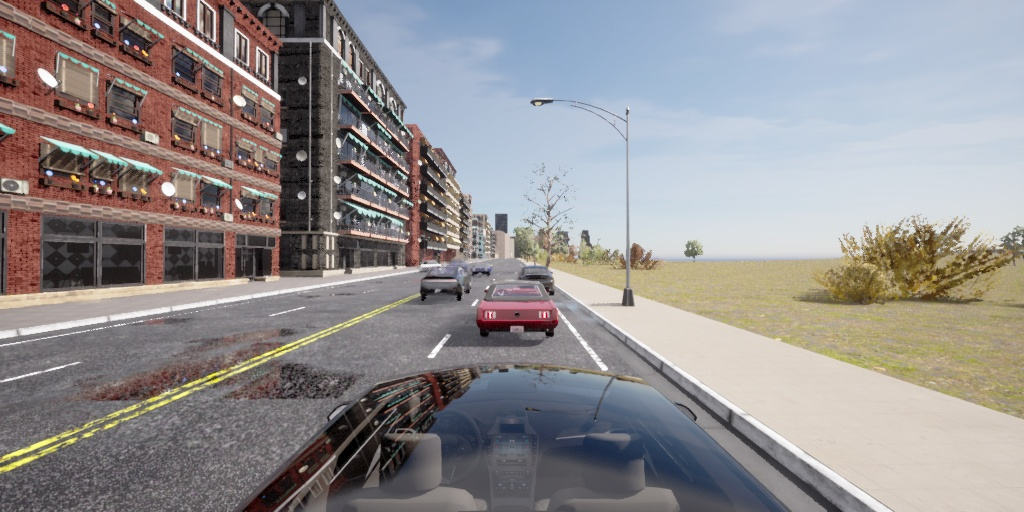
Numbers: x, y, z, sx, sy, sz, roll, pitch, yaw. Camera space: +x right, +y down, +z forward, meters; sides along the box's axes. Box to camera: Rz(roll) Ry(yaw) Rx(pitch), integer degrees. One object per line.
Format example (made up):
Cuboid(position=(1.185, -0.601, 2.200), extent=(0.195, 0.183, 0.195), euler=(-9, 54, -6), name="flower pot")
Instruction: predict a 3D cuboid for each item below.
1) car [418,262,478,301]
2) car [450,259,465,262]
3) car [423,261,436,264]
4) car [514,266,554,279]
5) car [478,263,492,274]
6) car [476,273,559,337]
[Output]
Cuboid(position=(-3.088, 1.244, 17.430), extent=(2.128, 1.511, 4.902), euler=(0, 0, 0), name="car")
Cuboid(position=(-6.439, 1.103, 41.867), extent=(2.097, 1.767, 4.553), euler=(0, 0, 0), name="car")
Cuboid(position=(-9.686, 1.277, 42.478), extent=(1.812, 1.442, 4.674), euler=(0, 0, 0), name="car")
Cuboid(position=(1.207, 1.257, 19.455), extent=(1.837, 1.490, 4.892), euler=(0, 0, 0), name="car")
Cuboid(position=(-3.009, 1.352, 36.456), extent=(1.895, 1.301, 4.718), euler=(0, 0, 0), name="car")
Cuboid(position=(0.132, 1.352, 10.254), extent=(1.895, 1.301, 4.718), euler=(0, 0, 0), name="car")
